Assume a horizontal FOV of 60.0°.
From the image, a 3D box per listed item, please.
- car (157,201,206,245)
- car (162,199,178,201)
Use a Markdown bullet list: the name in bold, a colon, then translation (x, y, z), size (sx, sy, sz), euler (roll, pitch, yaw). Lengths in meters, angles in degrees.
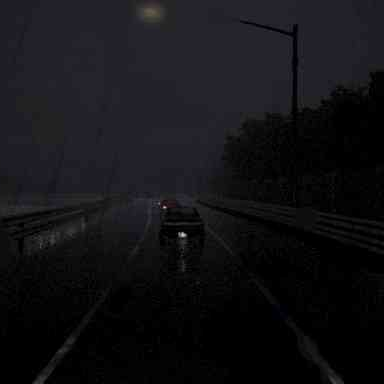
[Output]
- **car**: translation (-0.495, 1.377, 14.808), size (2.128, 1.511, 4.902), euler (0, 1, -4)
- **car**: translation (-1.978, 1.291, 29.869), size (2.033, 1.411, 5.357), euler (0, 1, -8)
